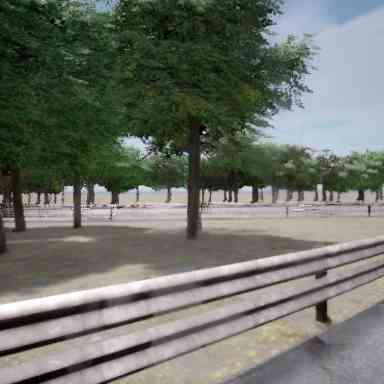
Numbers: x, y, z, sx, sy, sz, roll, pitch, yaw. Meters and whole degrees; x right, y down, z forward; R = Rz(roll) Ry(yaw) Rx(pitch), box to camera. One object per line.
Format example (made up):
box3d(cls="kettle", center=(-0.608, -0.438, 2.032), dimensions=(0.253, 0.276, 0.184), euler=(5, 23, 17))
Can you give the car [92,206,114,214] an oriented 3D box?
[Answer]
box3d(cls="car", center=(-10.999, 2.484, 42.725), dimensions=(4.674, 1.442, 1.812), euler=(0, 0, -5))
